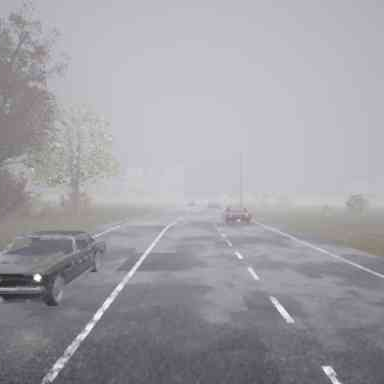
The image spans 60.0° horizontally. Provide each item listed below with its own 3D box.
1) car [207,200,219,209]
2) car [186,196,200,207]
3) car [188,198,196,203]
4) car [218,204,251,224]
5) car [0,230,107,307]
[{"bbox_3d":[3.501,2.039,54.315,1.994,1.385,4.181,0,-1,0],"label":"car"},{"bbox_3d":[-0.008,1.912,63.887,2.097,1.767,4.553,0,-1,0],"label":"car"},{"bbox_3d":[-0.001,2.392,91.695,1.895,1.301,4.718,0,-1,0],"label":"car"},{"bbox_3d":[3.497,1.837,27.060,1.895,1.301,4.718,0,-1,0],"label":"car"},{"bbox_3d":[-3.588,1.674,8.251,1.895,1.301,4.718,0,0,-1],"label":"car"}]
